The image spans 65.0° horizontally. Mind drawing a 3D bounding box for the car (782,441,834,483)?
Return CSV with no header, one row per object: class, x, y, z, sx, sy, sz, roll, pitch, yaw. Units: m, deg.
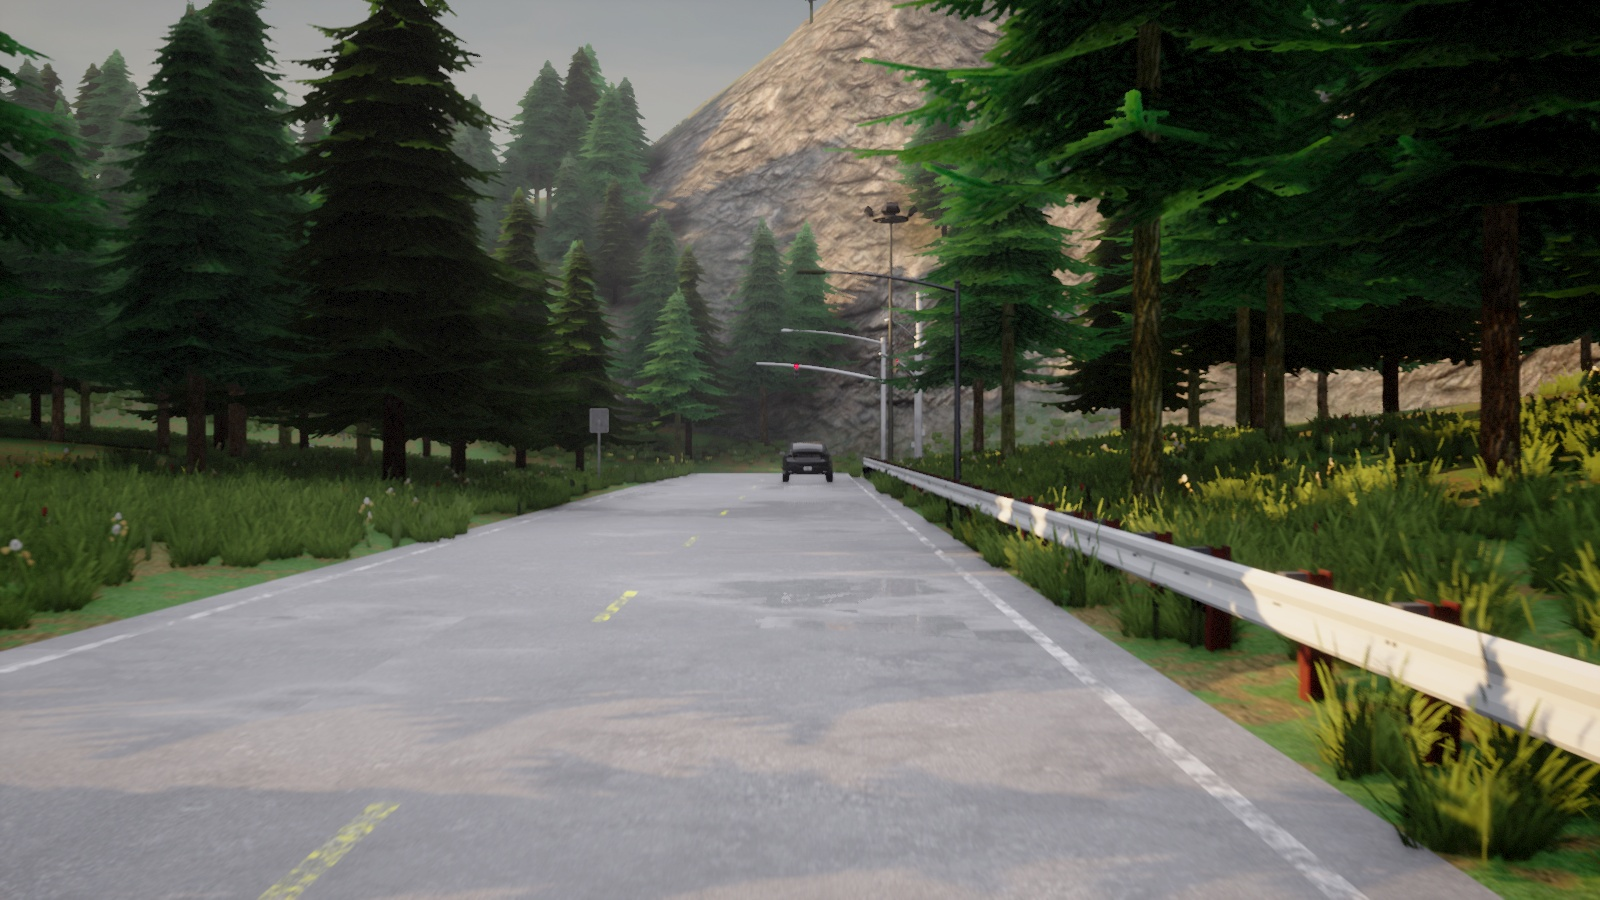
car,0.284,0.432,47.049,1.837,1.490,4.892,0,0,0
